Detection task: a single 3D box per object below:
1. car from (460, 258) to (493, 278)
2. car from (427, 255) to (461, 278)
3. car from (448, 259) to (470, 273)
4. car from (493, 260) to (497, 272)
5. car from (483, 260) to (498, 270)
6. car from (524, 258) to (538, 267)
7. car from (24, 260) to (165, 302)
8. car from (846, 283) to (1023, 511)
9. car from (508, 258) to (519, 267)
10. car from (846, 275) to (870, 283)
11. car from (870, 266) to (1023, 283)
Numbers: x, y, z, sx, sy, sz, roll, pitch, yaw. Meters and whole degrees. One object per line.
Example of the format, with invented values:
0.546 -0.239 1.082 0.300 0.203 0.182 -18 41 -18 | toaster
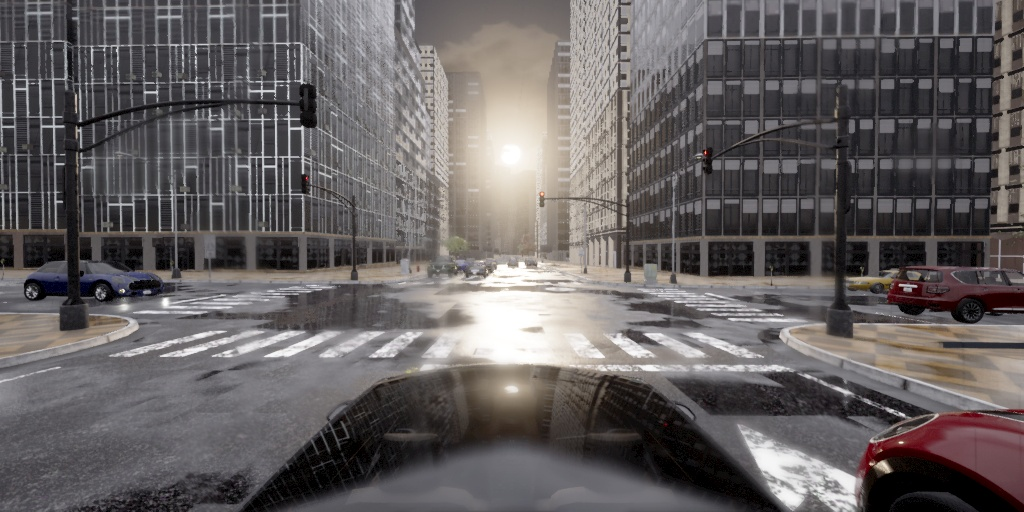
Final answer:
-3.238 1.224 33.926 2.128 1.511 4.902 0 0 1 | car
-6.479 0.954 34.169 2.150 2.045 5.566 0 0 0 | car
-6.453 1.201 44.134 1.882 1.535 5.008 0 0 0 | car
-3.208 1.325 43.207 1.895 1.301 4.718 0 0 0 | car
-3.163 1.261 53.911 2.033 1.411 5.357 0 0 0 | car
3.464 1.303 63.364 1.895 1.301 4.718 0 0 0 | car
-18.148 0.971 15.731 4.553 1.767 2.097 1 1 3 | car
3.253 1.103 0.394 2.097 1.767 4.553 0 0 0 | car
0.214 1.267 63.346 1.994 1.385 4.181 0 0 0 | car
21.866 1.409 20.771 4.829 1.417 1.751 0 0 1 | car
16.227 1.281 12.505 5.009 1.841 2.192 0 0 1 | car
